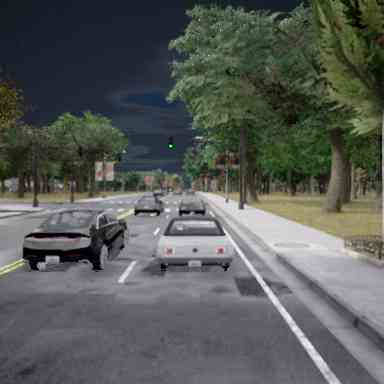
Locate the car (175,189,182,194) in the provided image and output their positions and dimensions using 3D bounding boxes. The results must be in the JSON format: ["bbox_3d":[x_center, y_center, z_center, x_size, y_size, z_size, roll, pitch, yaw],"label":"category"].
[{"bbox_3d":[-3.586,-0.186,91.128,1.812,1.442,4.674,0,1,0],"label":"car"}]

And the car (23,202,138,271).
[{"bbox_3d":[-3.185,1.259,10.001,2.128,1.511,4.902,0,1,0],"label":"car"}]

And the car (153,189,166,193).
[{"bbox_3d":[-6.756,0.243,66.448,1.882,1.535,5.008,0,1,0],"label":"car"}]

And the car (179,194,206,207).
[{"bbox_3d":[0.010,1.066,24.448,1.895,1.301,4.718,0,1,0],"label":"car"}]

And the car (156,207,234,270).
[{"bbox_3d":[0.059,1.366,10.127,1.895,1.301,4.718,0,1,0],"label":"car"}]

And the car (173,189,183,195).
[{"bbox_3d":[-3.549,0.114,81.124,1.994,1.385,4.181,0,1,0],"label":"car"}]

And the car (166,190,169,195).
[{"bbox_3d":[-6.802,0.104,81.950,1.994,1.385,4.181,0,1,0],"label":"car"}]

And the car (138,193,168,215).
[{"bbox_3d":[-3.244,1.002,25.763,1.994,1.385,4.181,0,1,0],"label":"car"}]

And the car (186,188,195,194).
[{"bbox_3d":[-0.299,-0.083,81.071,2.097,1.767,4.553,0,1,0],"label":"car"}]
